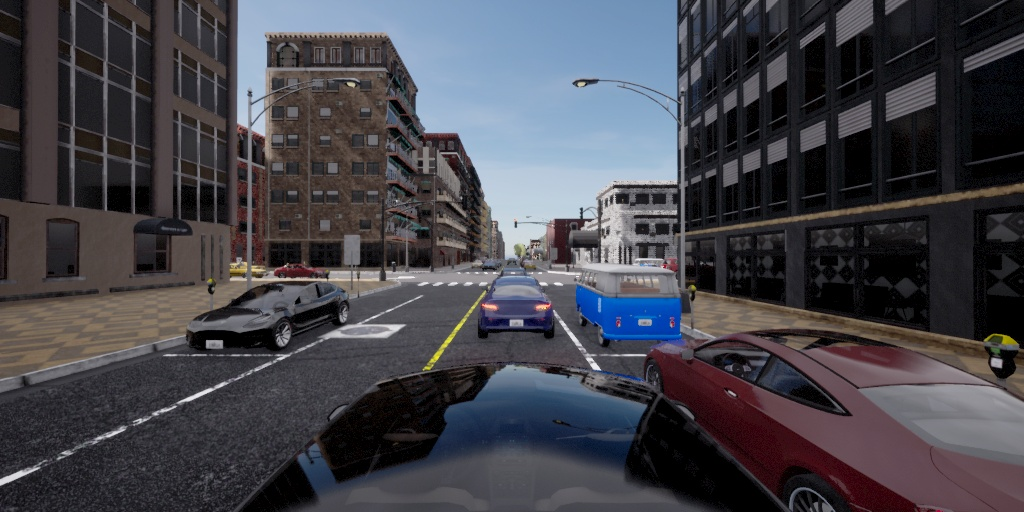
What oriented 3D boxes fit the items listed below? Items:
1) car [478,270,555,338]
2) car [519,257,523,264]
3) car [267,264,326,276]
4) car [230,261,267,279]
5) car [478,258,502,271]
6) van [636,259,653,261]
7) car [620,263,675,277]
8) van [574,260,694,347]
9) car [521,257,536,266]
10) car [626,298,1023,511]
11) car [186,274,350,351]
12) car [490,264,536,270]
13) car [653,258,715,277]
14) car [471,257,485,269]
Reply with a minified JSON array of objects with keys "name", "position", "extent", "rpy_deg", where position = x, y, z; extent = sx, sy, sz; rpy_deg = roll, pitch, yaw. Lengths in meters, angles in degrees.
[{"name":"car","position":[0.100,1.277,10.010],"extent":[1.812,1.442,4.674],"rpy_deg":[0,0,0]},{"name":"car","position":[2.683,1.382,64.875],"extent":[1.802,1.307,4.207],"rpy_deg":[0,0,0]},{"name":"car","position":[-17.471,1.284,29.815],"extent":[4.207,1.307,1.802],"rpy_deg":[0,0,0]},{"name":"car","position":[-22.963,1.216,29.801],"extent":[4.829,1.417,1.751],"rpy_deg":[0,0,0]},{"name":"car","position":[-3.067,1.329,50.642],"extent":[2.033,1.411,5.357],"rpy_deg":[0,0,3]},{"name":"van","position":[14.893,1.175,38.276],"extent":[3.998,1.789,1.690],"rpy_deg":[0,0,0]},{"name":"car","position":[13.398,1.418,35.706],"extent":[4.718,1.301,1.895],"rpy_deg":[0,0,1]},{"name":"van","position":[2.656,1.092,9.010],"extent":[1.690,1.789,3.998],"rpy_deg":[0,0,0]},{"name":"car","position":[2.684,1.311,53.967],"extent":[1.751,1.417,4.829],"rpy_deg":[0,0,0]},{"name":"car","position":[2.657,1.332,3.321],"extent":[1.802,1.307,4.207],"rpy_deg":[0,0,0]},{"name":"car","position":[-5.691,1.317,9.035],"extent":[1.948,1.339,4.313],"rpy_deg":[0,0,0]},{"name":"car","position":[0.090,1.318,18.462],"extent":[1.994,1.385,4.181],"rpy_deg":[0,0,0]},{"name":"car","position":[14.916,1.108,29.896],"extent":[5.009,1.841,2.192],"rpy_deg":[0,0,0]},{"name":"car","position":[-5.698,1.318,59.164],"extent":[1.751,1.417,4.829],"rpy_deg":[0,0,0]}]
